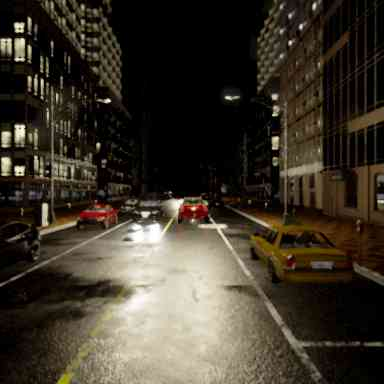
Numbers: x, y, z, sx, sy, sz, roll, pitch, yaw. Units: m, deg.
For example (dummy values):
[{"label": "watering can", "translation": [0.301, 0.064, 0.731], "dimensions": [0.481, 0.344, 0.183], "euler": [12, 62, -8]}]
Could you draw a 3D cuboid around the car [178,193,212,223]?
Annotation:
[{"label": "car", "translation": [0.097, 1.178, 24.143], "dimensions": [2.097, 1.767, 4.553], "euler": [0, 0, 0]}]

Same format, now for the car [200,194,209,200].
[{"label": "car", "translation": [2.680, 1.049, 71.652], "dimensions": [1.802, 1.307, 4.206], "euler": [0, 0, 0]}]

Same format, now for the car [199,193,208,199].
[{"label": "car", "translation": [2.679, 0.946, 77.514], "dimensions": [1.752, 1.417, 4.829], "euler": [0, 0, 0]}]

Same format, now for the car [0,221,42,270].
[{"label": "car", "translation": [-5.689, 1.502, 9.053], "dimensions": [1.947, 1.339, 4.313], "euler": [0, 0, 0]}]

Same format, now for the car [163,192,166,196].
[{"label": "car", "translation": [-5.697, 1.182, 54.590], "dimensions": [1.802, 1.307, 4.206], "euler": [0, 0, 0]}]

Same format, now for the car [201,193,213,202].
[{"label": "car", "translation": [2.683, 0.996, 60.267], "dimensions": [1.967, 1.590, 4.097], "euler": [0, 0, 0]}]

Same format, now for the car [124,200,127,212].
[{"label": "car", "translation": [-5.693, 1.322, 31.821], "dimensions": [2.008, 1.369, 4.403], "euler": [0, 0, 0]}]

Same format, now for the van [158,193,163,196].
[{"label": "van", "translation": [-5.695, 0.984, 48.896], "dimensions": [1.690, 1.788, 3.998], "euler": [0, 0, 0]}]

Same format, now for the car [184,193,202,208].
[{"label": "car", "translation": [0.093, 1.047, 41.983], "dimensions": [2.097, 1.767, 4.553], "euler": [0, 0, 0]}]

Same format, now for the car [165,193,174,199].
[{"label": "car", "translation": [-5.702, 0.943, 83.050], "dimensions": [1.947, 1.339, 4.313], "euler": [0, 0, 0]}]

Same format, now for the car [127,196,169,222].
[{"label": "car", "translation": [-3.100, 1.316, 24.500], "dimensions": [2.128, 1.511, 4.902], "euler": [0, 0, 0]}]

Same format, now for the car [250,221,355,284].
[{"label": "car", "translation": [2.692, 1.460, 9.211], "dimensions": [1.752, 1.417, 4.829], "euler": [0, 0, 0]}]

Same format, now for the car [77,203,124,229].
[{"label": "car", "translation": [-5.691, 1.436, 20.436], "dimensions": [1.802, 1.307, 4.206], "euler": [0, 0, 0]}]

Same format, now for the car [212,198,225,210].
[{"label": "car", "translation": [2.687, 1.295, 37.502], "dimensions": [1.947, 1.339, 4.313], "euler": [0, 0, 0]}]

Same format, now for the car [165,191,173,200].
[{"label": "car", "translation": [-5.700, 0.907, 71.664], "dimensions": [1.967, 1.590, 4.097], "euler": [0, 0, 0]}]

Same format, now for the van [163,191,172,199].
[{"label": "van", "translation": [-5.700, 0.763, 77.356], "dimensions": [1.690, 1.788, 3.998], "euler": [0, 0, 0]}]

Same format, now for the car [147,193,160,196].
[{"label": "car", "translation": [-5.695, 1.231, 43.205], "dimensions": [1.887, 1.381, 4.507], "euler": [0, 0, 0]}]
